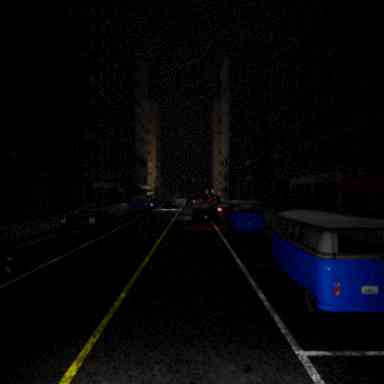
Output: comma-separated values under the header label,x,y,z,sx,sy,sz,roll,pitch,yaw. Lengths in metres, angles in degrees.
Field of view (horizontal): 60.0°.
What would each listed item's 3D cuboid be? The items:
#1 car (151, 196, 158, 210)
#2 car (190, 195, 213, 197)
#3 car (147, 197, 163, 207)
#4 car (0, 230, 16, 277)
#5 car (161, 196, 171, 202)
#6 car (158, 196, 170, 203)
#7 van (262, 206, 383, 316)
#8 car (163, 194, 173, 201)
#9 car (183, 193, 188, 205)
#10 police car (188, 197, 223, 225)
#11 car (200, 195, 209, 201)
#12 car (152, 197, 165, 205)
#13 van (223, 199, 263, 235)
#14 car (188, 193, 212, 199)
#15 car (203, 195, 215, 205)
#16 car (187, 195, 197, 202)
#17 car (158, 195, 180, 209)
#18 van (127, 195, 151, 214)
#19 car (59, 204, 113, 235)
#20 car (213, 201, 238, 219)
label,x,y,z,sx,sy,sz,roll,pitch,yaw
car,-5.670,1.507,40.198,2.008,1.369,4.403,0,0,0
car,0.899,1.418,34.061,1.801,1.575,5.366,0,0,0
car,-5.670,1.512,51.201,1.947,1.339,4.313,0,0,0
car,-5.670,1.432,7.190,1.967,1.590,4.097,0,0,0
car,-5.671,1.512,73.206,1.802,1.307,4.206,0,0,0
car,-5.671,1.499,67.705,1.947,1.339,4.313,0,0,0
van,2.855,1.333,7.190,1.690,1.788,3.998,0,0,0
car,-5.672,1.367,78.708,1.967,1.590,4.097,0,0,0
car,-0.001,1.292,59.077,2.097,1.767,4.553,0,0,0
police car,0.900,1.398,23.980,1.930,1.638,5.238,0,0,0
car,2.854,1.492,78.708,1.947,1.339,4.313,0,0,0
car,-5.670,1.524,56.702,1.802,1.307,4.206,0,0,0
van,2.855,1.321,18.193,1.690,1.788,3.998,0,0,0
car,0.899,1.181,39.901,2.150,2.045,5.566,0,0,0
car,2.855,1.381,56.702,1.967,1.590,4.097,0,0,0
car,-0.001,1.378,74.212,1.994,1.385,4.181,0,0,0
car,-3.087,1.499,45.322,2.033,1.411,5.357,0,0,0
van,-5.671,1.303,34.697,1.690,1.788,3.998,0,0,0
car,-5.670,1.420,18.193,1.967,1.590,4.097,0,0,0
car,2.855,1.549,29.196,1.802,1.307,4.206,0,0,0
